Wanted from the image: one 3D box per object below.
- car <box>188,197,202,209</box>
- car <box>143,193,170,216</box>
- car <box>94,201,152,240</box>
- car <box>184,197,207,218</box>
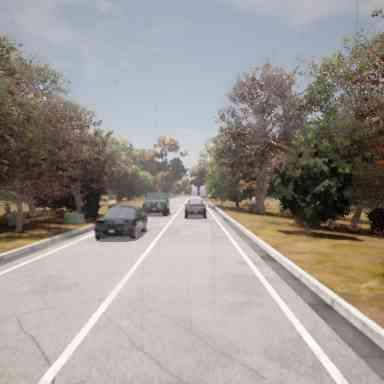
[{"bbox_3d":[0.413,1.413,44.891,1.812,1.442,4.674,0,0,0],"label":"car"},{"bbox_3d":[-3.277,1.123,31.497,2.150,2.045,5.566,0,0,0],"label":"car"},{"bbox_3d":[-3.476,1.429,16.972,1.882,1.535,5.008,0,0,1],"label":"car"},{"bbox_3d":[0.307,1.420,29.516,2.128,1.511,4.902,0,0,0],"label":"car"}]
